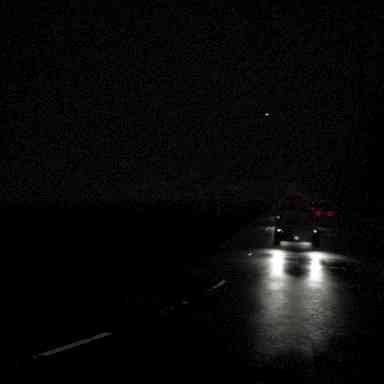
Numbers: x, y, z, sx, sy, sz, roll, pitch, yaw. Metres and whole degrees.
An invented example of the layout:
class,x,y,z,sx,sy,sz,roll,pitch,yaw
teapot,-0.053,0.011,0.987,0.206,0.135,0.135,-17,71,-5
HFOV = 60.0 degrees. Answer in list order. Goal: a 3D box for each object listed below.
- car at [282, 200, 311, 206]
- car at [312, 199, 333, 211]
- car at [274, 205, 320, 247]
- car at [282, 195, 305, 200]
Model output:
class,x,y,z,sx,sy,sz,roll,pitch,yaw
car,7.769,1.595,25.260,1.837,1.490,4.892,0,0,17
car,17.137,1.659,43.660,1.812,1.442,4.674,0,0,17
car,4.876,1.581,15.596,1.812,1.442,4.674,0,0,17
car,10.856,1.332,35.525,2.150,2.045,5.566,0,0,17
